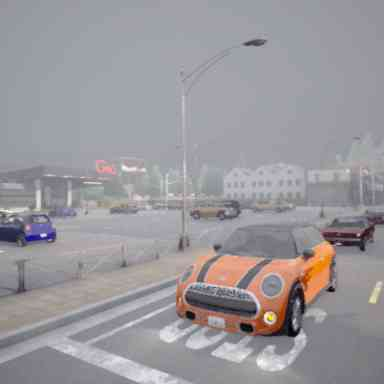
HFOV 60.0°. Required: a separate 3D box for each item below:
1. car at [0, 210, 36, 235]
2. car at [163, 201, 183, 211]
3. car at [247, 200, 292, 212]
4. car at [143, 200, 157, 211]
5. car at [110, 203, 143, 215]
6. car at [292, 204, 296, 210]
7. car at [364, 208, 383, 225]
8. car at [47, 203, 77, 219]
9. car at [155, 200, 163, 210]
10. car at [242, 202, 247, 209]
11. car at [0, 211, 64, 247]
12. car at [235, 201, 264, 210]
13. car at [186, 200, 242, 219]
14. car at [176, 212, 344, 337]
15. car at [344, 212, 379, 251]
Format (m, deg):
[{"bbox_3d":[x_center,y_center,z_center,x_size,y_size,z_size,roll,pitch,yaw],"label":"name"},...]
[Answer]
[{"bbox_3d":[-12.998,2.068,23.359,3.806,1.475,1.970,-2,-1,34],"label":"car"},{"bbox_3d":[-2.185,2.338,57.625,4.605,1.855,1.932,-2,-1,34],"label":"car"},{"bbox_3d":[10.454,1.964,45.291,5.027,1.636,2.152,-2,-1,34],"label":"car"},{"bbox_3d":[-9.225,2.798,62.336,3.806,1.475,1.970,-2,-1,34],"label":"car"},{"bbox_3d":[-9.750,2.439,47.702,4.514,1.523,2.007,-2,-1,34],"label":"car"},{"bbox_3d":[13.783,2.110,50.786,3.806,1.475,1.970,-2,-1,34],"label":"car"},{"bbox_3d":[14.126,1.937,25.590,1.895,1.301,4.718,-2,-1,34],"label":"car"},{"bbox_3d":[-15.383,2.369,39.449,3.633,1.501,1.845,-2,-1,34],"label":"car"},{"bbox_3d":[-6.861,2.530,64.754,3.866,1.878,1.905,-2,-1,34],"label":"car"},{"bbox_3d":[3.285,1.768,34.695,3.866,1.878,1.905,-2,-1,34],"label":"car"},{"bbox_3d":[-8.522,1.858,16.736,3.633,1.501,1.845,-2,-1,34],"label":"car"},{"bbox_3d":[9.998,2.372,57.765,4.514,1.523,2.007,-2,-1,34],"label":"car"},{"bbox_3d":[1.999,1.752,32.057,4.605,1.855,1.932,-2,-1,34],"label":"car"},{"bbox_3d":[1.631,1.482,7.132,2.097,1.767,4.553,-2,-2,34],"label":"car"},{"bbox_3d":[7.226,1.823,15.407,1.895,1.301,4.718,-2,-1,34],"label":"car"}]
